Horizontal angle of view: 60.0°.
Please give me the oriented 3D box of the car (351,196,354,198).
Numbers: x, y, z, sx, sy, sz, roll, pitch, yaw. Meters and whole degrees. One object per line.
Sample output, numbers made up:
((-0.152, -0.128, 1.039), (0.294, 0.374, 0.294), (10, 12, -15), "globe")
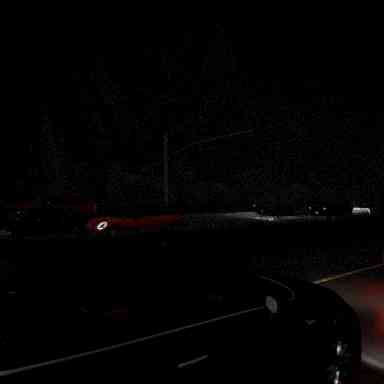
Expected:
((23.444, 1.311, 47.020), (4.892, 1.490, 1.837), (0, 0, -36), "car")

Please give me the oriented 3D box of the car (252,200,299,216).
((8.252, 1.458, 31.611), (4.674, 1.442, 1.812), (0, 0, -36), "car")

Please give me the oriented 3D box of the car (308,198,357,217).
((12.770, 1.515, 30.575), (4.718, 1.301, 1.895), (0, 0, -36), "car")

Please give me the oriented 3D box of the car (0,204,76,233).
((-7.385, 1.503, 15.932), (4.892, 1.490, 1.837), (0, 0, -36), "car")

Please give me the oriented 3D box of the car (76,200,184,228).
((-2.547, 1.342, 15.103), (4.553, 1.767, 2.097), (0, 0, -36), "car")

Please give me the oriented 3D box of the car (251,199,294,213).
((8.826, 1.514, 36.362), (4.718, 1.301, 1.895), (0, 0, -36), "car")

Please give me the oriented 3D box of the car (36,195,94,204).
((-9.404, 1.215, 23.101), (5.566, 2.045, 2.150), (0, 0, -36), "car")

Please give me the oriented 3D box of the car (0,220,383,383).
((-0.128, 1.351, 3.654), (4.553, 1.767, 2.097), (0, 0, -36), "car")

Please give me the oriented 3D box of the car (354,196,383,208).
((22.977, 1.389, 42.350), (4.181, 1.385, 1.994), (0, 0, -36), "car")
